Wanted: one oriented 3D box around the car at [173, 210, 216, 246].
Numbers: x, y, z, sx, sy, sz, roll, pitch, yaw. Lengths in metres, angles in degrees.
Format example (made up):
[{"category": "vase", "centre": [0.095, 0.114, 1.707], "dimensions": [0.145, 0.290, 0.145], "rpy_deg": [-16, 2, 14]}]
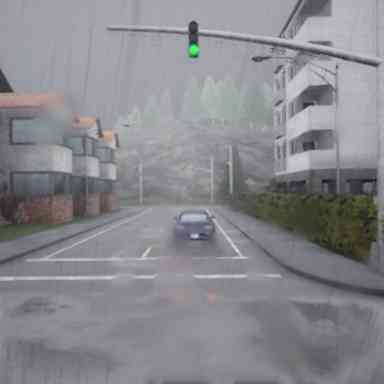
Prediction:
[{"category": "car", "centre": [0.109, 1.570, 15.548], "dimensions": [1.812, 1.442, 4.674], "rpy_deg": [-1, 0, 0]}]
